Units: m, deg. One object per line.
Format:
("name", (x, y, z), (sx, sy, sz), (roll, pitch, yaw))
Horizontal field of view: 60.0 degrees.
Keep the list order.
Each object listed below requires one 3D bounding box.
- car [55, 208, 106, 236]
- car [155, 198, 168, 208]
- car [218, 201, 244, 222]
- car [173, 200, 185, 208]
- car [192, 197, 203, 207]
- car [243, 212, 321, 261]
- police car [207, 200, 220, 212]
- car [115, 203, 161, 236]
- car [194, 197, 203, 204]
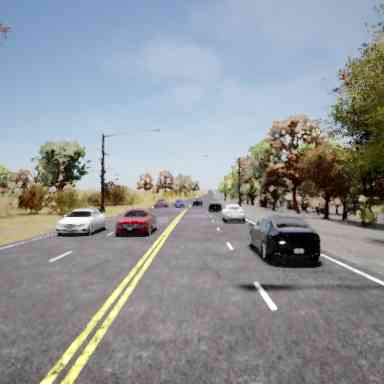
("car", (-6.503, 1.734, 20.020), (1.812, 1.442, 4.674), (0, -1, 1))
("car", (-5.597, 1.947, 61.234), (2.097, 1.767, 4.553), (0, -1, 2))
("car", (3.569, 1.831, 29.352), (1.812, 1.442, 4.674), (0, -1, 1))
("car", (-2.349, 2.119, 61.054), (1.812, 1.442, 4.674), (0, 0, 2))
("car", (1.027, 2.132, 64.632), (1.837, 1.490, 4.892), (0, 0, 2))
("car", (3.397, 1.644, 12.917), (1.837, 1.490, 4.892), (0, -1, 0))
("police car", (3.224, 1.896, 46.909), (1.930, 1.638, 5.238), (0, -1, 1))
("car", (-3.242, 1.687, 19.945), (1.882, 1.535, 5.008), (0, -1, 1))
("car", (1.657, 2.010, 82.063), (2.097, 1.767, 4.553), (0, 0, 2))
